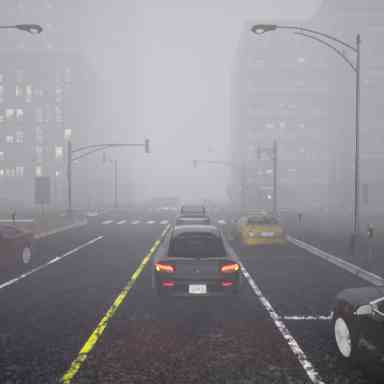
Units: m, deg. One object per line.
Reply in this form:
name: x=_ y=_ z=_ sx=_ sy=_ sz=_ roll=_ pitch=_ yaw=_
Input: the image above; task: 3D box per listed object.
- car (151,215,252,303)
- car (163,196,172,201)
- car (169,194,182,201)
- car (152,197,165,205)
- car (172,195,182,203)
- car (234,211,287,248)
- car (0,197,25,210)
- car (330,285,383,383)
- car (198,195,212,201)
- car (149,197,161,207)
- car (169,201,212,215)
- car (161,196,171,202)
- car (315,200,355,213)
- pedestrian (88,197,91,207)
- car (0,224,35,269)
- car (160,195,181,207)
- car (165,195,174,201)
car: x=0.084 y=1.523 z=8.096 sx=1.812 sy=1.442 sz=4.674 roll=0 pitch=0 yaw=0
car: x=-5.855 y=1.568 z=80.588 sx=1.802 sy=1.307 sz=4.206 roll=-1 pitch=0 yaw=0
car: x=-3.186 y=1.480 z=60.335 sx=2.128 sy=1.511 sz=4.902 roll=0 pitch=0 yaw=0
car: x=-5.812 y=1.554 z=57.970 sx=1.947 sy=1.339 sz=4.313 roll=-1 pitch=0 yaw=0
car: x=-3.133 y=1.487 z=70.531 sx=1.837 sy=1.490 sz=4.892 roll=0 pitch=0 yaw=0
car: x=2.780 y=1.521 z=14.547 sx=1.752 sy=1.417 sz=4.829 roll=-1 pitch=0 yaw=0
car: x=-21.733 y=1.275 z=37.962 sx=4.829 sy=1.417 sz=1.752 roll=0 pitch=0 yaw=1
car: x=2.802 y=1.550 z=3.088 sx=2.008 sy=1.369 sz=4.403 roll=-1 pitch=0 yaw=0
car: x=2.568 y=1.539 z=57.986 sx=2.008 sy=1.369 sz=4.403 roll=-1 pitch=0 yaw=0
car: x=-5.801 y=1.514 z=52.146 sx=1.752 sy=1.417 sz=4.829 roll=-1 pitch=0 yaw=0
car: x=0.056 y=1.487 z=18.170 sx=2.128 sy=1.511 sz=4.902 roll=0 pitch=0 yaw=0
car: x=-5.844 y=1.531 z=74.934 sx=1.887 sy=1.381 sz=4.507 roll=-1 pitch=0 yaw=0
car: x=16.243 y=1.623 z=37.536 sx=4.403 sy=1.369 sz=2.008 roll=0 pitch=0 yaw=1
pedestrian: x=-12.626 y=1.200 z=40.825 sx=0.375 sy=1.300 sz=0.375 roll=0 pitch=0 yaw=1
car: x=-5.848 y=1.542 z=8.774 sx=1.887 sy=1.381 sz=4.507 roll=-1 pitch=0 yaw=0
car: x=-3.187 y=1.537 z=50.383 sx=2.033 sy=1.411 sz=5.357 roll=0 pitch=0 yaw=0
car: x=-5.866 y=1.530 z=86.243 sx=1.887 sy=1.381 sz=4.507 roll=-1 pitch=0 yaw=0
